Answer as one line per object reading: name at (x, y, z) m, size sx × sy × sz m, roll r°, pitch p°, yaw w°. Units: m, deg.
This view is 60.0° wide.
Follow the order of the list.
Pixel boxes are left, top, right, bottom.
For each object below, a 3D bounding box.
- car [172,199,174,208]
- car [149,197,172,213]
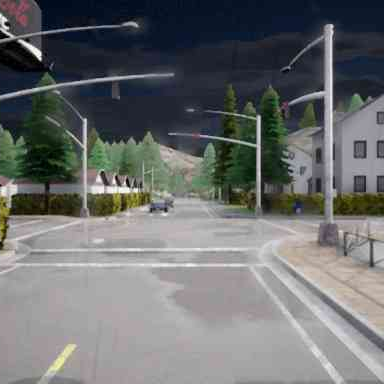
car at (-3.590, 1.477, 47.103) m, size 1.837 × 1.490 × 4.892 m, roll 0°, pitch 0°, yaw 0°
car at (-3.597, 1.503, 37.117) m, size 1.812 × 1.442 × 4.674 m, roll 0°, pitch 0°, yaw 0°
